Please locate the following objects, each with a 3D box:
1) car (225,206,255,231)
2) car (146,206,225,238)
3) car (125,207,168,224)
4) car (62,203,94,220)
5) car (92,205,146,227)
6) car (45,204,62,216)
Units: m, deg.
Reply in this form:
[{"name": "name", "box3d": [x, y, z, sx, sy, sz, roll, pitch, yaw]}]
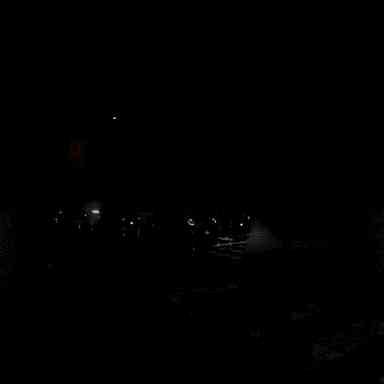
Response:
[{"name": "car", "box3d": [1.591, 1.800, 22.261, 1.837, 1.490, 4.892, 0, -1, -36]}, {"name": "car", "box3d": [-0.510, 1.636, 19.625, 2.097, 1.767, 4.553, 0, -1, -36]}, {"name": "car", "box3d": [-4.242, 2.081, 30.250, 1.895, 1.301, 4.718, 0, -1, -36]}, {"name": "car", "box3d": [-11.931, 2.213, 35.286, 1.994, 1.385, 4.181, 0, -1, -36]}, {"name": "car", "box3d": [-6.091, 2.008, 27.277, 2.033, 1.411, 5.357, 0, -1, -35]}, {"name": "car", "box3d": [-17.763, 2.331, 43.322, 2.128, 1.511, 4.902, 0, -1, -36]}]
